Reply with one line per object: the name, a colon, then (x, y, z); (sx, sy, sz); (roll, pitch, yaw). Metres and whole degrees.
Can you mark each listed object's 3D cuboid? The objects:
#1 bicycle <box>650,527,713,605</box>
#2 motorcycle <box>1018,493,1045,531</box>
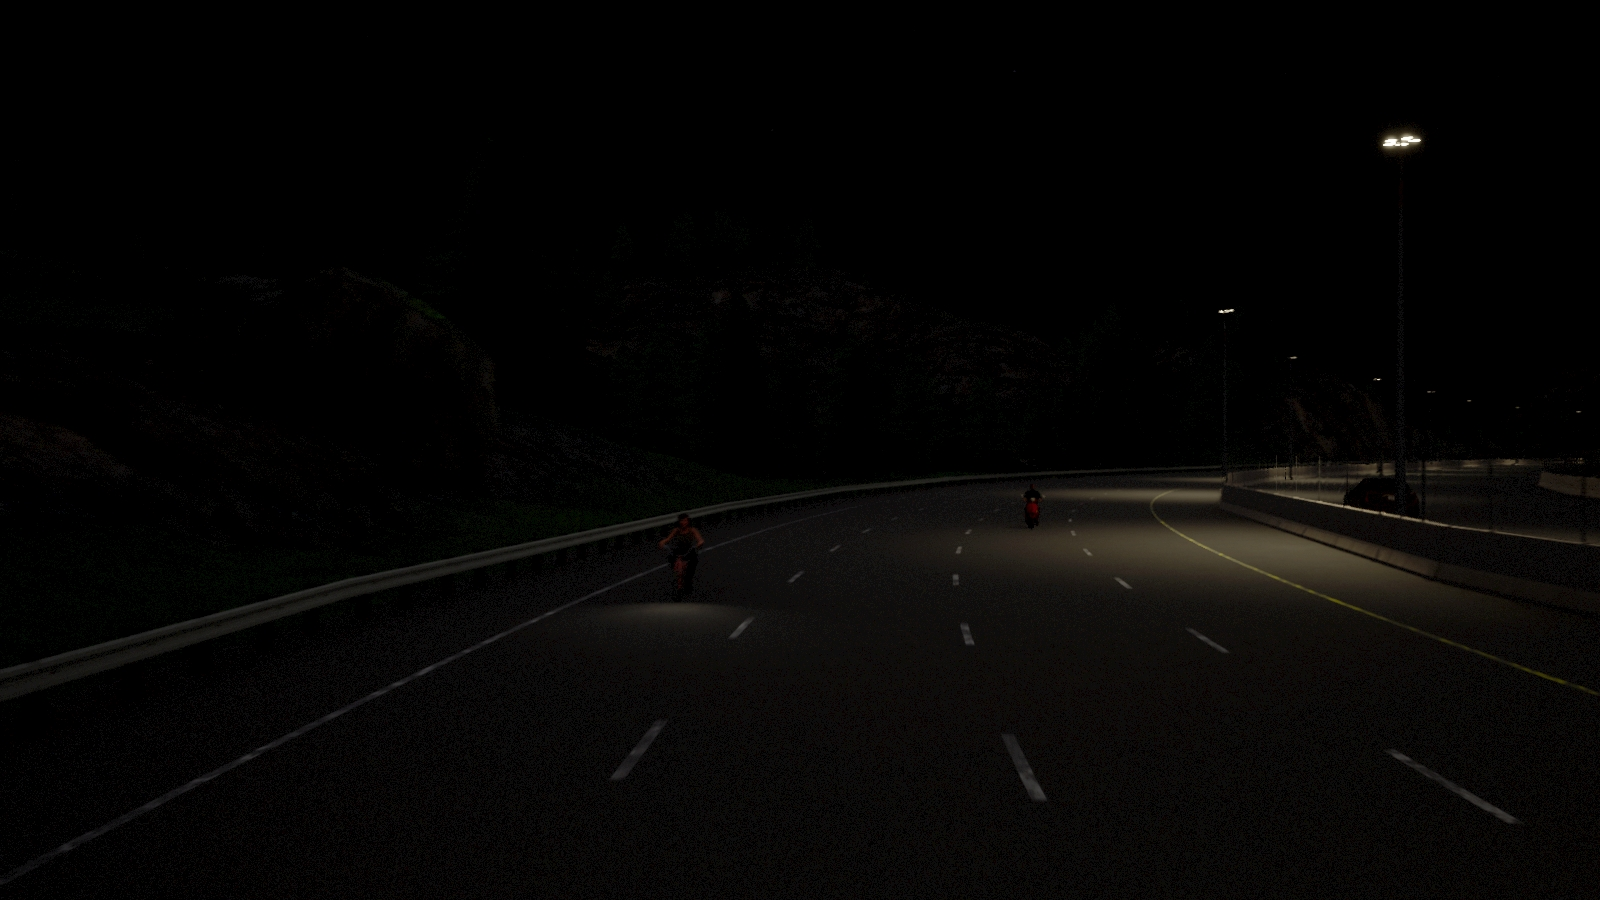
bicycle: (-2.199, 2.145, 21.371); (0.859, 1.295, 1.487); (0, 0, 6)
motorcycle: (8.231, 2.194, 40.675); (0.856, 1.236, 1.805); (2, 0, 11)
